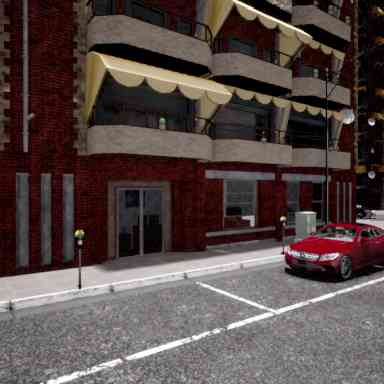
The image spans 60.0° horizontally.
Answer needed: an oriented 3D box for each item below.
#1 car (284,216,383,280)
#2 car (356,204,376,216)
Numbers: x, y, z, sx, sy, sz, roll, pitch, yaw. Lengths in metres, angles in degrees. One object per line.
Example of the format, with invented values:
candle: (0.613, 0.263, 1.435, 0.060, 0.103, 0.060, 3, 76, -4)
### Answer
car: (4.569, 1.582, 9.867, 4.206, 1.307, 1.802, 0, 0, -35)
car: (15.520, 1.806, 32.910, 2.128, 1.511, 4.902, 0, -1, -36)
